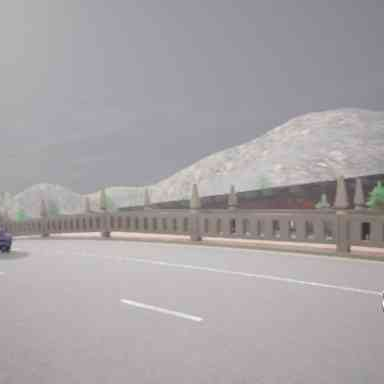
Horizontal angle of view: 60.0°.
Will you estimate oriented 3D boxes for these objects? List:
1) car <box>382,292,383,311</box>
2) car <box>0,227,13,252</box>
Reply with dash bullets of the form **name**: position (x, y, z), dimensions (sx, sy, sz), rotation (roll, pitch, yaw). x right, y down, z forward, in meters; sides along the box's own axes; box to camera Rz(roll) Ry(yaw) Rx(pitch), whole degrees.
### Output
- **car**: position (5.372, 1.510, 4.460), dimensions (4.892, 1.490, 1.837), rotation (1, 0, 36)
- **car**: position (-10.201, 2.169, 15.572), dimensions (4.674, 1.442, 1.812), rotation (-5, -3, 35)
